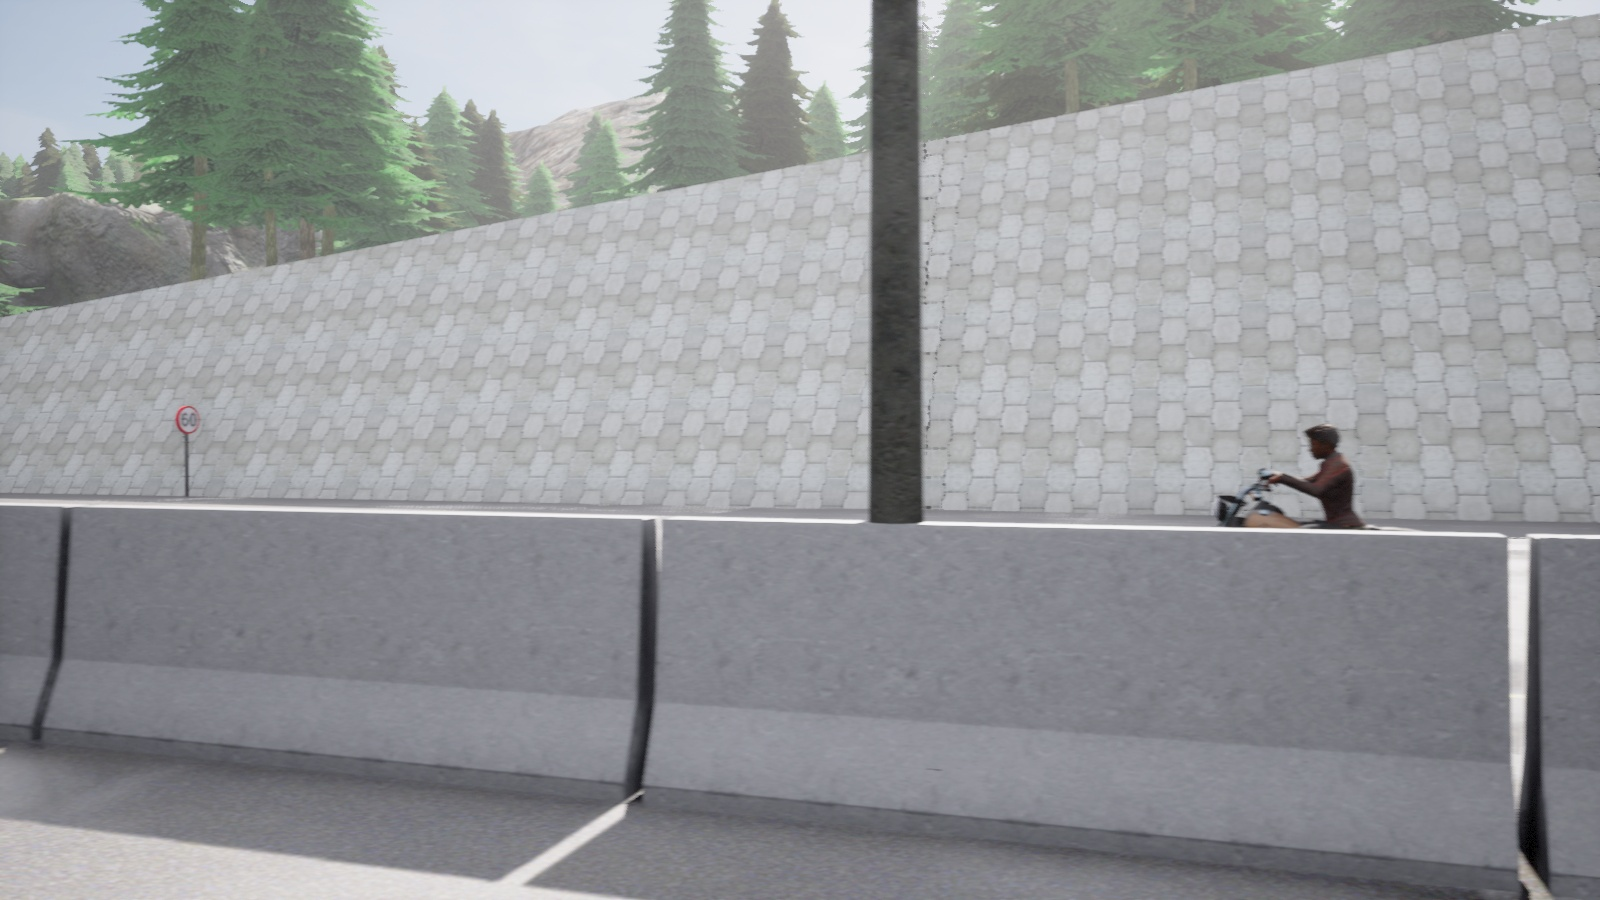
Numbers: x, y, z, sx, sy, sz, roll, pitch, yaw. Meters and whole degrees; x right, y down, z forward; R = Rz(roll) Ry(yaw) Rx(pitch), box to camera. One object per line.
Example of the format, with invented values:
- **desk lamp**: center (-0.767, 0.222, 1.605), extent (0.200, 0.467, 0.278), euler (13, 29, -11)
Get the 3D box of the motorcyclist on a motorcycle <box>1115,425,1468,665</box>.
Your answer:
- **motorcyclist on a motorcycle**: center (3.590, 0.640, 9.369), extent (2.350, 1.649, 0.766), euler (0, 1, 19)
